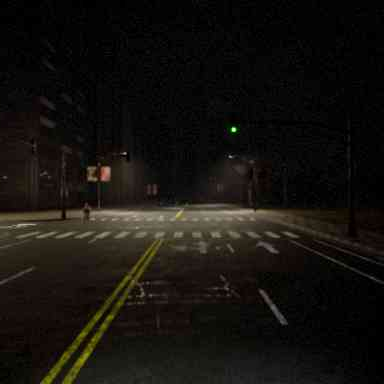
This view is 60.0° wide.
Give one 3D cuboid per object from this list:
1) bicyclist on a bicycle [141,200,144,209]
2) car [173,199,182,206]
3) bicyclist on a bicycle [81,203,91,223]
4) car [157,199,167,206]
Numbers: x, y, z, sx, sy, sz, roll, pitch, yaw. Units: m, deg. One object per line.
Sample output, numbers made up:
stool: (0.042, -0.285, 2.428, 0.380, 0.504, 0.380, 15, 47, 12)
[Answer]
bicyclist on a bicycle: (-8.751, 2.271, 58.945, 0.582, 1.620, 1.656, 0, -1, 0)
car: (-3.251, 2.237, 73.102, 2.128, 1.511, 4.902, 0, -1, 0)
bicyclist on a bicycle: (-8.768, 1.694, 27.610, 0.866, 1.612, 1.509, 0, -1, 0)
car: (-6.501, 2.236, 73.102, 1.812, 1.442, 4.674, 0, -1, 0)
